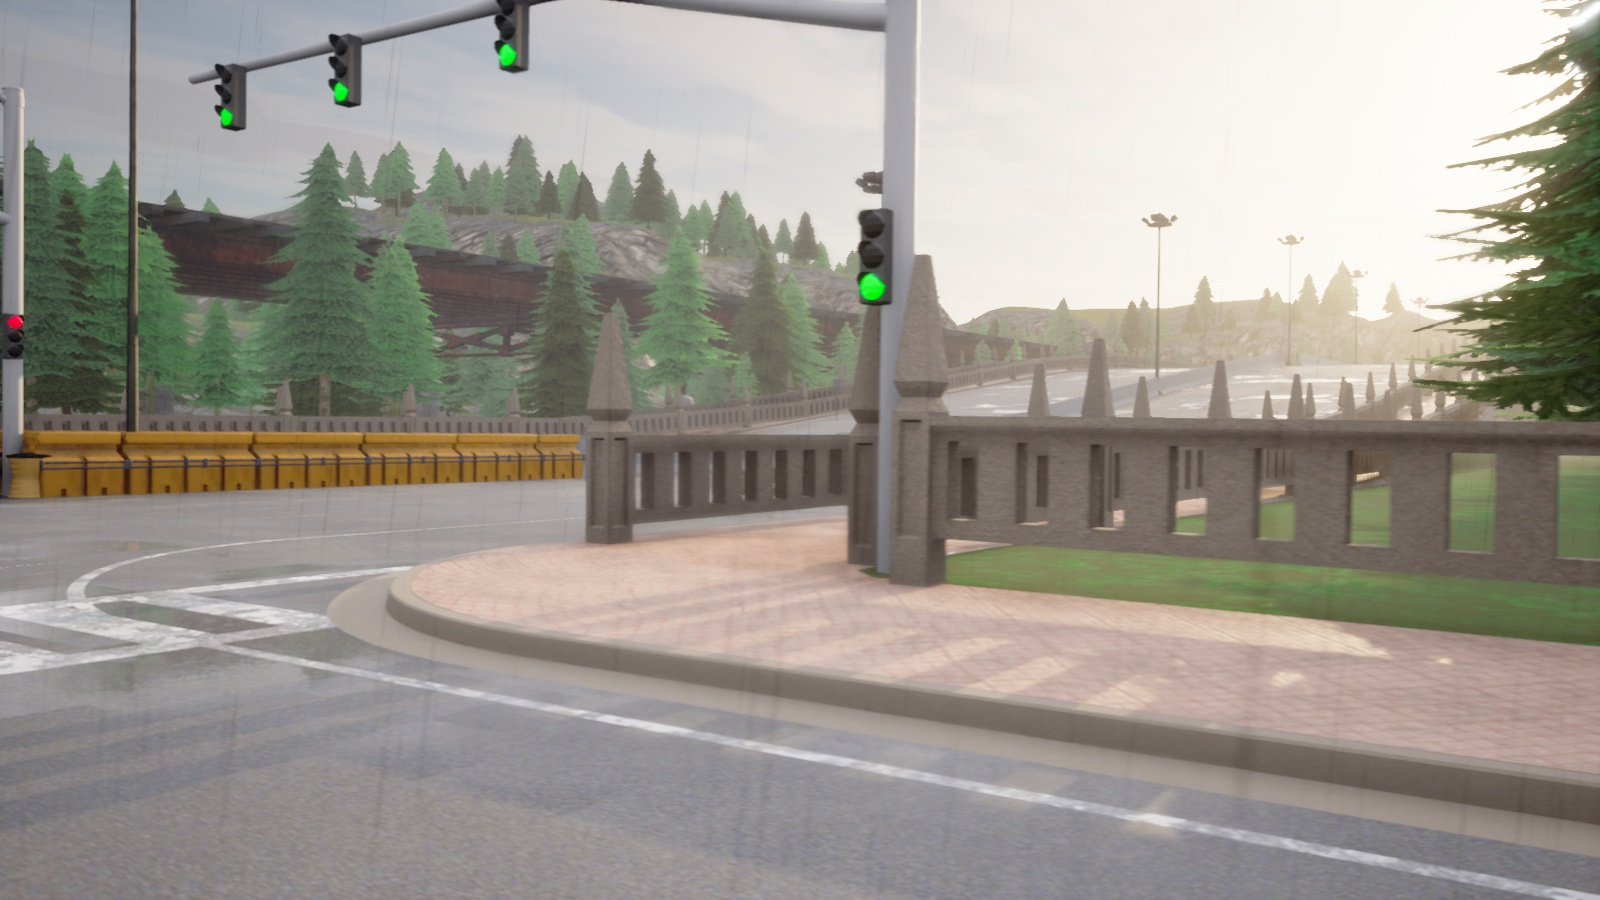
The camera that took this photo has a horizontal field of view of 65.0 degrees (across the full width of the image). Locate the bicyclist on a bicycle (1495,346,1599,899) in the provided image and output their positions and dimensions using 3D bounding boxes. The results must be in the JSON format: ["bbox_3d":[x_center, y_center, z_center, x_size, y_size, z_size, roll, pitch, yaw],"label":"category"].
[{"bbox_3d":[2.125,0.622,2.205,1.509,1.612,0.866,0,1,34],"label":"bicyclist on a bicycle"}]
